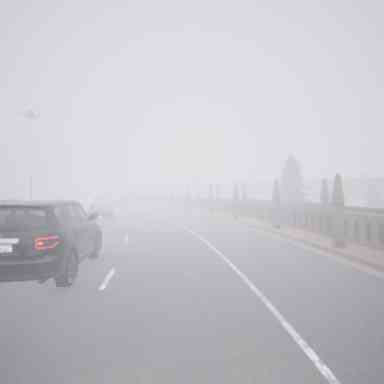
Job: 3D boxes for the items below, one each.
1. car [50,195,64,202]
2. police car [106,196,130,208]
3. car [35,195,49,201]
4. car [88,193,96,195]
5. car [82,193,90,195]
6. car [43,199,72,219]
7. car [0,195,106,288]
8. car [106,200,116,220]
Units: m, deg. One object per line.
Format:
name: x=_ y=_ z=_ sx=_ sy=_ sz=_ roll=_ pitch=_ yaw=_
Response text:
car: x=-30.526 y=1.382 z=75.203 sx=1.812 sy=1.442 sz=4.674 roll=-1 pitch=0 yaw=-37
police car: x=-10.284 y=1.349 z=46.935 sx=1.930 sy=1.638 sz=5.238 roll=-1 pitch=0 yaw=-27
car: x=-38.761 y=1.433 z=85.989 sx=2.033 sy=1.411 sz=5.357 roll=-1 pitch=0 yaw=-37
car: x=-15.657 y=1.438 z=56.411 sx=1.837 sy=1.490 sz=4.892 roll=-1 pitch=0 yaw=-32
car: x=-19.392 y=1.168 z=61.893 sx=2.150 sy=2.045 sz=5.566 roll=-1 pitch=0 yaw=-36
car: x=-12.109 y=1.484 z=30.194 sx=2.128 sy=1.511 sz=4.902 roll=0 pitch=0 yaw=-18
car: x=-4.026 y=1.215 z=9.247 sx=2.150 sy=2.045 sz=5.566 roll=0 pitch=0 yaw=-5
car: x=-7.538 y=1.569 z=27.371 sx=1.895 sy=1.301 sz=4.718 roll=0 pitch=0 yaw=-16
